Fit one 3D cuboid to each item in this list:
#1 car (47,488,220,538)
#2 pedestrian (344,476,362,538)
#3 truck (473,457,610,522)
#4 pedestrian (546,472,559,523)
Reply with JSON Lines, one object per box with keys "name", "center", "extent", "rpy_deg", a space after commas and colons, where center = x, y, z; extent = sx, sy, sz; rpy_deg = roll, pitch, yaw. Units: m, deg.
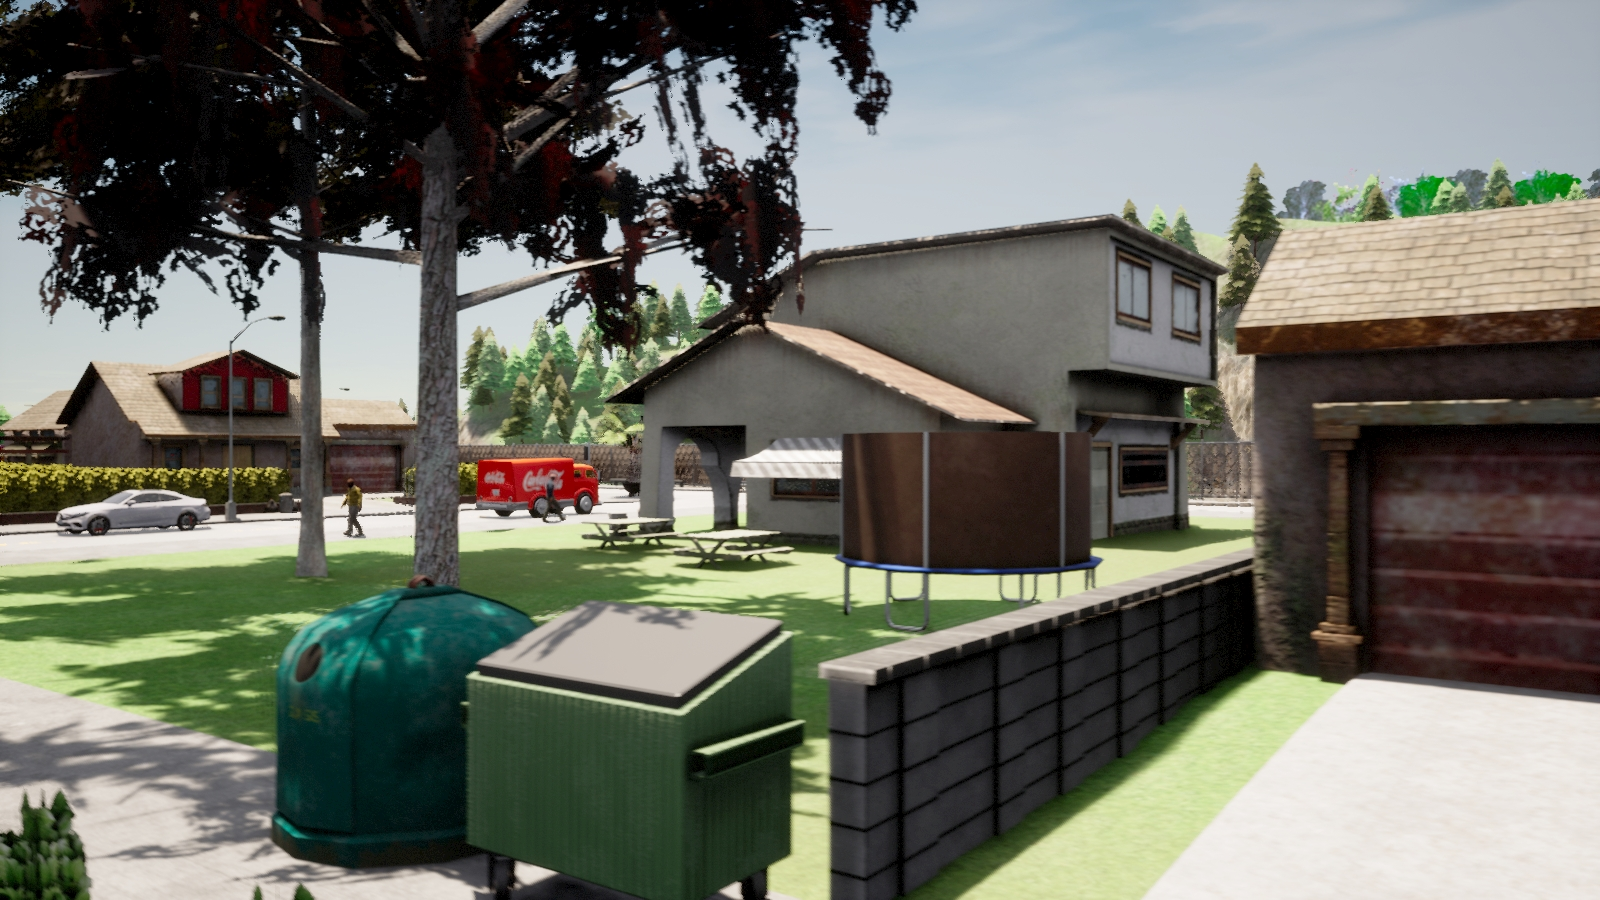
{"name": "car", "center": [-22.600, 2.081, 38.894], "extent": [2.002, 1.442, 4.674], "rpy_deg": [0, 0, 35]}
{"name": "pedestrian", "center": [-13.665, 1.743, 34.932], "extent": [0.375, 1.860, 0.375], "rpy_deg": [0, 0, 35]}
{"name": "truck", "center": [-10.857, 1.579, 48.351], "extent": [2.627, 2.467, 5.204], "rpy_deg": [0, 1, 35]}
{"name": "pedestrian", "center": [-9.125, 1.744, 42.094], "extent": [0.375, 1.860, 0.375], "rpy_deg": [0, 0, -29]}
